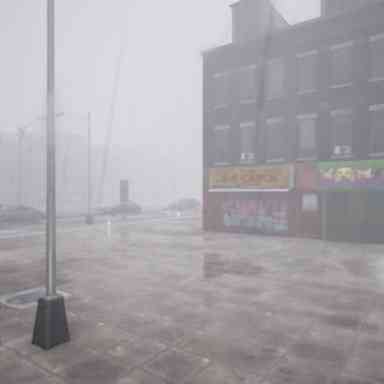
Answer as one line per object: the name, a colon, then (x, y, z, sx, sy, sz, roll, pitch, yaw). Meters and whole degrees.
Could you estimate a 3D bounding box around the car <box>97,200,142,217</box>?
car: (-6.798, 1.526, 31.719, 1.812, 1.442, 4.674, 0, 0, 35)

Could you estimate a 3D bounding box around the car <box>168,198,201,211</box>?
car: (-0.847, 1.469, 40.139, 1.837, 1.490, 4.892, 0, 0, 36)

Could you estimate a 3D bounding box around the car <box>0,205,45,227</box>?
car: (-12.663, 1.601, 23.402, 1.994, 1.385, 4.181, 0, 0, 36)
